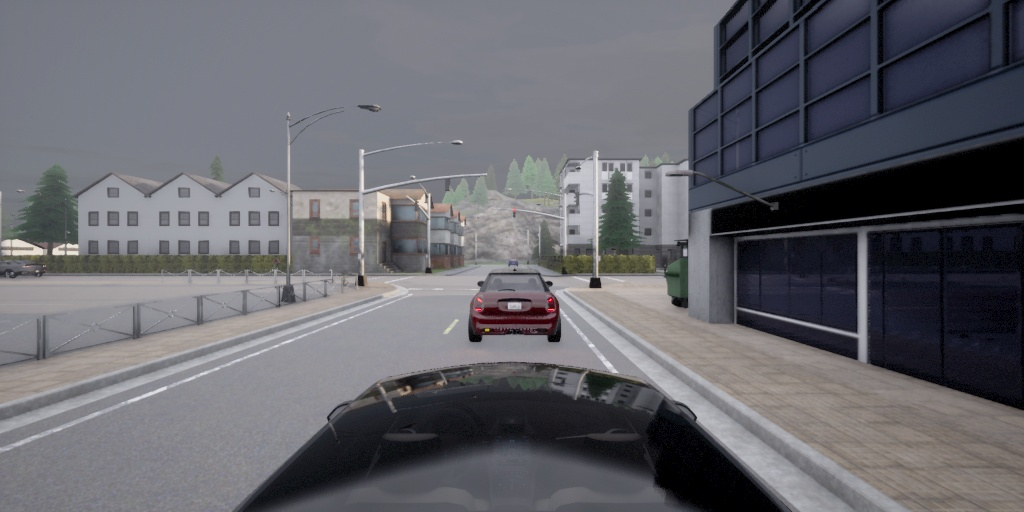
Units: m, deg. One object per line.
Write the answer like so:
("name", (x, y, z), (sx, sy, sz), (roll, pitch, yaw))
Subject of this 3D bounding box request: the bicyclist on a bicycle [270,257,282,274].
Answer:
("bicyclist on a bicycle", (-22.213, 0.890, 33.760), (0.582, 1.620, 1.656), (0, 0, 0))

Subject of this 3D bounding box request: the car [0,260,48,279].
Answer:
("car", (-42.104, 1.079, 30.008), (4.902, 1.511, 2.128), (0, 0, 0))

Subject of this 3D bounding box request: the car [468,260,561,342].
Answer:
("car", (0.084, 1.106, 9.918), (2.097, 1.767, 4.553), (0, 0, 1))
